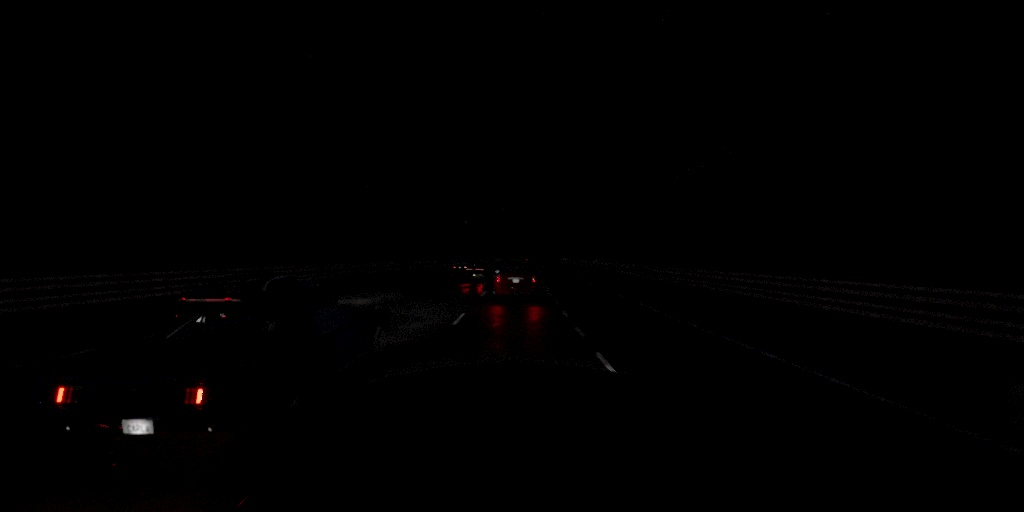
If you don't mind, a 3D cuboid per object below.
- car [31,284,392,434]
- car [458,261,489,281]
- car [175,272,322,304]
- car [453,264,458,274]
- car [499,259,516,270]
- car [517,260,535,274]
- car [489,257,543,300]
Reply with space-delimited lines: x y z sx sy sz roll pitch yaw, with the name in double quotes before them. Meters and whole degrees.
"car" -3.521 1.334 5.625 1.895 1.301 4.718 0 0 0
"car" -2.717 1.240 29.607 2.128 1.511 4.902 0 0 3
"car" -6.924 1.209 10.394 2.128 1.511 4.902 0 0 1
"car" -5.419 1.290 41.333 2.033 1.411 5.357 0 0 5
"car" -0.631 1.267 54.508 2.128 1.511 4.902 0 0 6
"car" 1.743 1.286 42.799 1.837 1.490 4.892 0 0 5
"car" 0.249 1.109 17.788 2.097 1.767 4.553 0 0 2
